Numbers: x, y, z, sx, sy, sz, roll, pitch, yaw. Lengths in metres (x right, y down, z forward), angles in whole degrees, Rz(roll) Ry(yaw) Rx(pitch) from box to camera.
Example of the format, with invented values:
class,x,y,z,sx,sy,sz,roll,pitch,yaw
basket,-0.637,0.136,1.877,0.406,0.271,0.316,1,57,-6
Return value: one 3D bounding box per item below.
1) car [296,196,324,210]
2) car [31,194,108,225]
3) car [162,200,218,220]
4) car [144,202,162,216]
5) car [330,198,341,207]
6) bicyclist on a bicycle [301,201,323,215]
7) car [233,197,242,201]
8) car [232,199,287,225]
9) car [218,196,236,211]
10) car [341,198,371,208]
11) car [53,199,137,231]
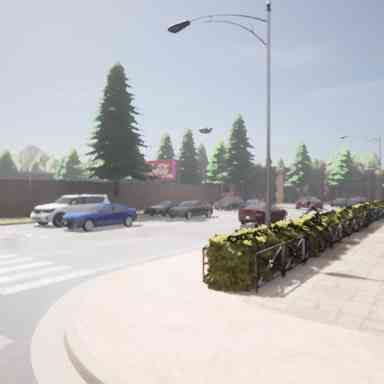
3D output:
class,x,y,z,sx,sy,sz,roll,pitch,yaw
car,14.957,1.338,42.151,2.097,1.767,4.553,0,0,41
car,-8.156,1.198,23.112,2.150,2.045,5.566,0,0,36
car,-0.051,1.485,28.300,1.837,1.490,4.892,0,0,36
car,-2.137,1.524,31.395,2.033,1.411,5.357,0,0,36
car,22.292,1.552,49.129,4.181,1.385,1.994,0,0,-34
bicyclist on a bicycle,6.364,1.295,17.608,1.656,1.620,0.582,0,0,36
car,7.215,1.529,38.213,2.033,1.411,5.357,0,0,36
car,5.005,1.467,23.077,1.882,1.535,5.008,0,0,36
car,4.555,1.330,40.429,2.097,1.767,4.553,0,0,37
car,22.451,1.483,44.515,4.902,1.511,2.128,0,0,-41
car,-5.614,1.458,20.654,1.882,1.535,5.008,0,0,36
